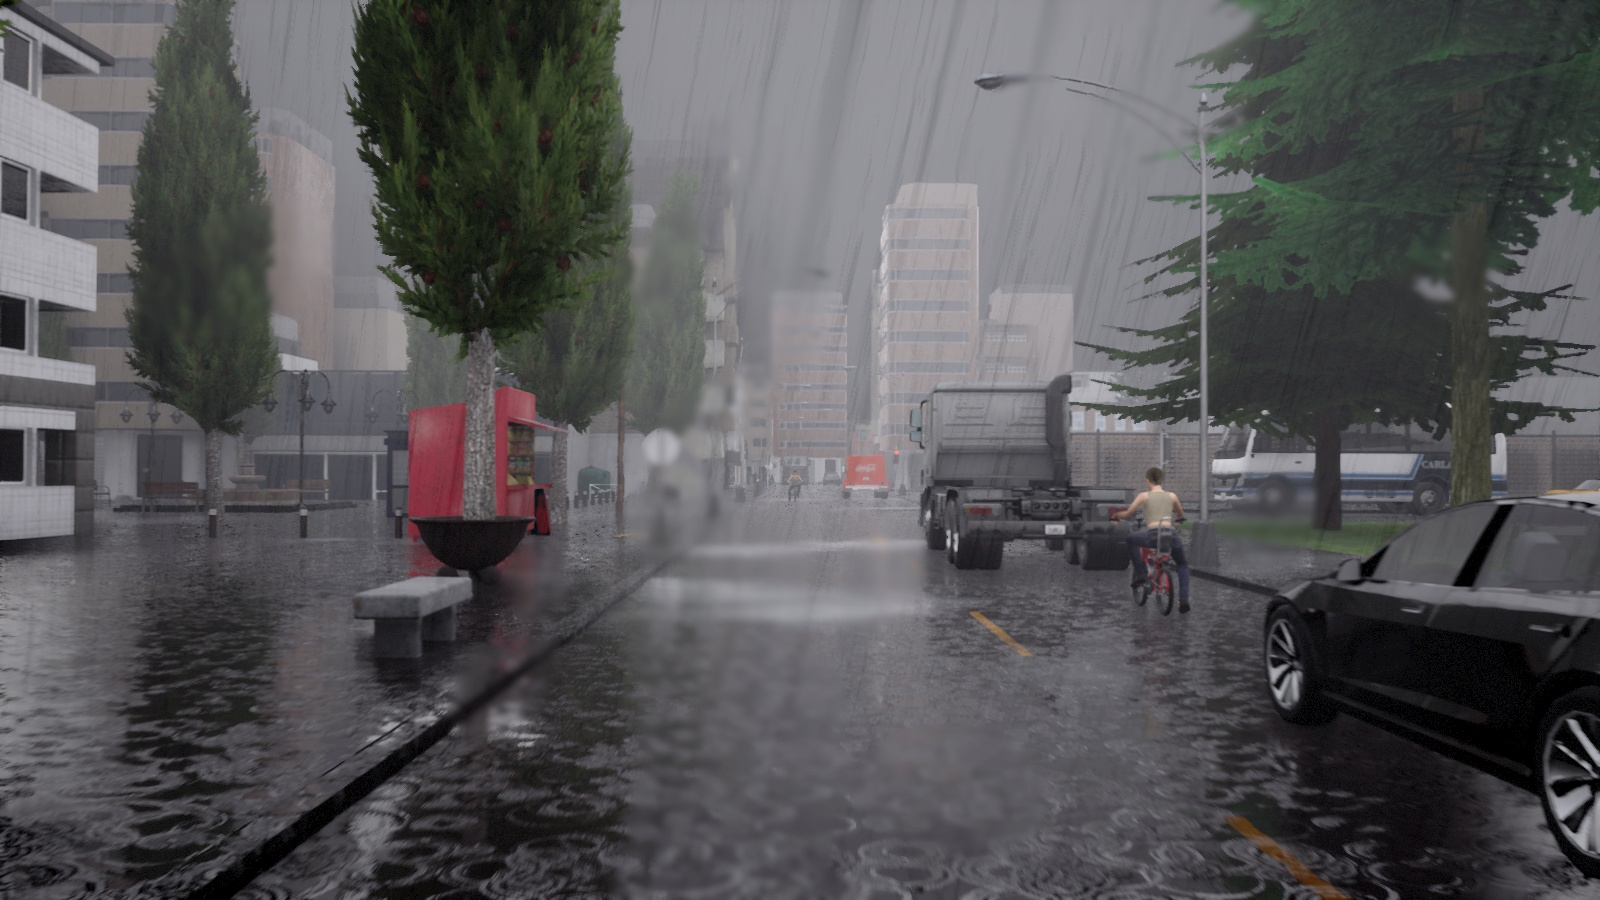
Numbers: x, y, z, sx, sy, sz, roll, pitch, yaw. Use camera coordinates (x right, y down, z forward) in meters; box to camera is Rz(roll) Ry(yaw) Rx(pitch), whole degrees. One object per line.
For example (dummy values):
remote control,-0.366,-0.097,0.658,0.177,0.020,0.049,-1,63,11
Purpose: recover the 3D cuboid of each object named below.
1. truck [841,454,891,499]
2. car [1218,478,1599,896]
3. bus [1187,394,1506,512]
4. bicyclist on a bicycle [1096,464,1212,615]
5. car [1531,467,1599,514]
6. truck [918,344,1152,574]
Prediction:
truck,3.739,1.528,72.564,2.627,2.467,5.204,0,-1,0
car,3.985,0.904,6.295,2.163,1.488,4.792,0,-1,0
bus,20.310,0.148,47.265,10.273,4.253,3.944,0,-1,-1
bicyclist on a bicycle,3.967,0.973,14.198,0.866,1.612,1.509,0,-1,0
car,28.382,1.364,43.251,5.366,1.575,1.801,0,-1,0
truck,3.907,0.200,22.893,2.891,3.462,7.936,0,-1,1
